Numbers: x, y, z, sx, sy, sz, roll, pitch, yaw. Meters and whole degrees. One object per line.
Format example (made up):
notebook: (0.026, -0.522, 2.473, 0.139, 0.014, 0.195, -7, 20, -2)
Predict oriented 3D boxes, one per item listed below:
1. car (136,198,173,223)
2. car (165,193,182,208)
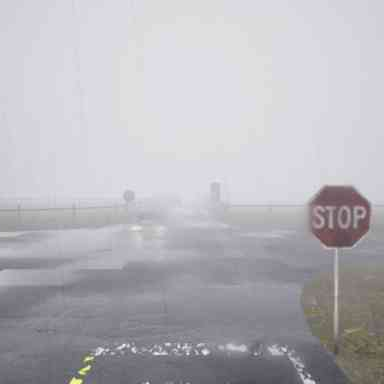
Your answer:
car: (-2.917, 1.465, 25.340, 1.882, 1.535, 5.008, 0, 0, 4)
car: (-2.680, 1.138, 47.943, 2.150, 2.045, 5.566, 0, 0, 0)
